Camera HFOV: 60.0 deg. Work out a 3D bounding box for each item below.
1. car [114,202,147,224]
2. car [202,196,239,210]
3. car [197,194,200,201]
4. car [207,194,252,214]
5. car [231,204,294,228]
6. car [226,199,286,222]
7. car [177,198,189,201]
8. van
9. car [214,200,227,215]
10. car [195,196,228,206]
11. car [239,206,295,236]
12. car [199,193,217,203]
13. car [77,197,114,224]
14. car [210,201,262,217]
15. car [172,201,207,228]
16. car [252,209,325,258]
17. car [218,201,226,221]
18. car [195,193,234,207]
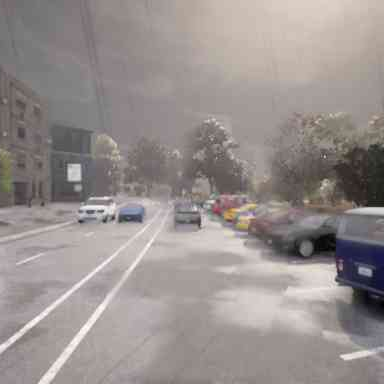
[{"bbox_3d":[-4.838,1.688,27.422,1.882,1.535,5.008,0,0,-2],"label":"car"},{"bbox_3d":[3.858,1.449,45.808,4.553,1.767,2.185,0,1,-24],"label":"car"},{"bbox_3d":[3.612,1.272,48.742,5.566,2.045,2.435,0,1,-24],"label":"car"},{"bbox_3d":[4.651,1.446,30.963,5.566,2.045,2.435,1,0,-23],"label":"car"},{"bbox_3d":[5.214,1.629,19.135,5.366,1.575,1.946,1,-1,-22],"label":"car"},{"bbox_3d":[4.985,1.528,22.042,4.553,1.767,2.185,1,0,-22],"label":"car"},{"bbox_3d":[-1.164,1.501,41.264,2.097,1.767,4.553,0,1,-3],"label":"car"},{"bbox_3d":[5.386,1.313,7.232,4.442,1.987,1.878,1,-1,-21],"label":"van"},{"bbox_3d":[4.754,1.693,27.973,4.892,1.521,2.231,1,0,-22],"label":"car"},{"bbox_3d":[3.205,1.421,54.693,4.892,1.521,2.231,0,1,-25],"label":"car"},{"bbox_3d":[5.110,1.606,16.097,5.008,1.535,2.097,1,-1,-21],"label":"car"},{"bbox_3d":[4.161,1.403,39.843,5.566,2.045,2.435,1,1,-23],"label":"car"},{"bbox_3d":[-7.628,1.435,27.236,2.150,2.045,5.566,0,0,-2],"label":"car"},{"bbox_3d":[4.514,1.723,33.934,4.792,1.488,2.163,1,0,-23],"label":"car"},{"bbox_3d":[-0.351,1.674,23.669,2.128,1.511,4.902,0,0,-2],"label":"car"},{"bbox_3d":[5.190,1.583,13.120,5.008,1.535,2.097,1,0,-21],"label":"car"},{"bbox_3d":[4.851,1.675,25.005,5.008,1.535,2.097,1,-1,-22],"label":"car"},{"bbox_3d":[3.455,1.221,51.739,5.566,2.045,2.435,0,1,-24],"label":"car"}]
